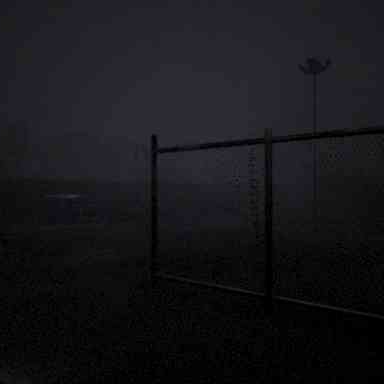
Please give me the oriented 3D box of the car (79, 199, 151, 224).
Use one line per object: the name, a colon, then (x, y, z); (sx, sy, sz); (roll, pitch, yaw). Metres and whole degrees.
car: (-5.999, 1.487, 25.782); (5.357, 1.415, 2.033); (0, 0, 35)
